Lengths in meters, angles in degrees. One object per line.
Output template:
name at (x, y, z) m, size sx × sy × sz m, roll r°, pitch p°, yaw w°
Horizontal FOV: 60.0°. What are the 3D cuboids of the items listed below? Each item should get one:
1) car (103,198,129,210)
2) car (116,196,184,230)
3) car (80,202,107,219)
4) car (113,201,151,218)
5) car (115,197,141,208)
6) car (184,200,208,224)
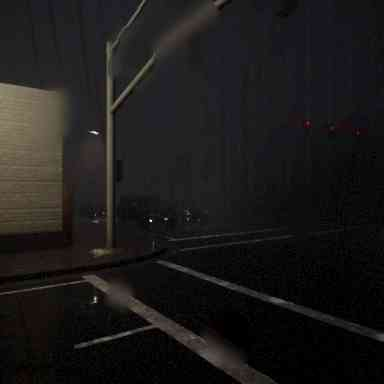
car at (-10.210, 1.580, 44.441) m, size 1.812 × 1.442 × 4.674 m, roll 0°, pitch 0°, yaw -36°
car at (-3.171, 1.276, 22.291) m, size 2.150 × 2.045 × 5.566 m, roll 0°, pitch 0°, yaw -36°
car at (-8.640, 1.619, 29.955) m, size 1.994 × 1.385 × 4.181 m, roll 0°, pitch 0°, yaw -35°
car at (-5.827, 1.618, 32.032) m, size 1.994 × 1.385 × 4.181 m, roll 0°, pitch 0°, yaw -35°
car at (-9.582, 1.559, 49.630) m, size 1.837 × 1.490 × 4.892 m, roll 0°, pitch 0°, yaw -37°
car at (-0.805, 1.406, 25.005) m, size 2.097 × 1.767 × 4.553 m, roll 0°, pitch 0°, yaw -36°
